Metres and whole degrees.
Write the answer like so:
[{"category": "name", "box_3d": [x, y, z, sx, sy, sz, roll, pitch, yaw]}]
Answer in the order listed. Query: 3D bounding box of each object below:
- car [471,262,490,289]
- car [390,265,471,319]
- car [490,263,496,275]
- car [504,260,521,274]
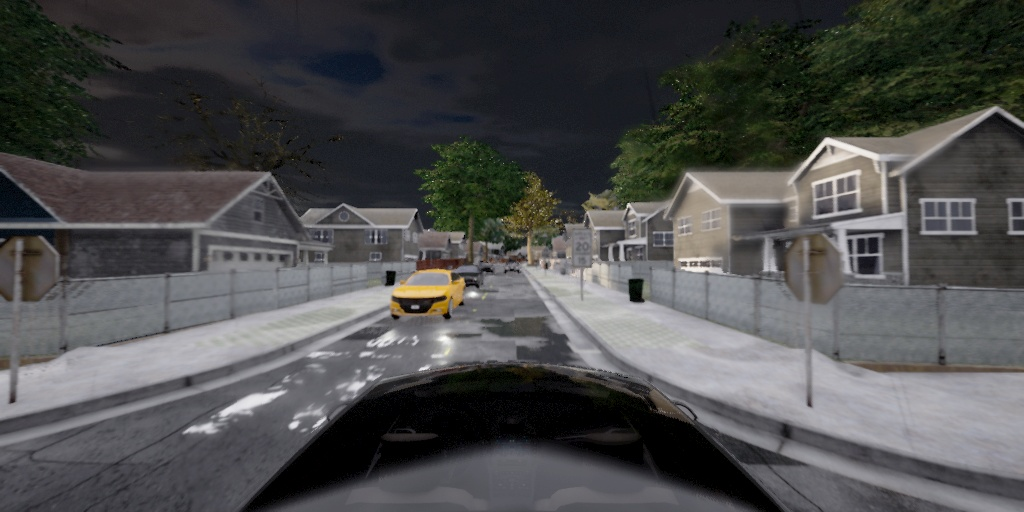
[{"category": "car", "box_3d": [-2.842, 1.302, 23.712, 2.033, 1.411, 5.357, 0, 0, 0]}, {"category": "car", "box_3d": [-2.843, 1.228, 13.043, 1.882, 1.535, 5.008, 0, 0, 0]}, {"category": "car", "box_3d": [-2.814, 1.364, 39.203, 1.895, 1.301, 4.718, 0, 0, 0]}, {"category": "car", "box_3d": [0.008, 1.314, 41.664, 2.033, 1.411, 5.357, 0, 0, 0]}]
